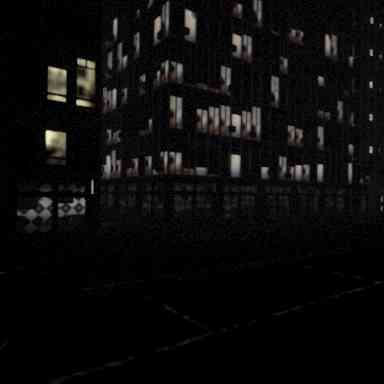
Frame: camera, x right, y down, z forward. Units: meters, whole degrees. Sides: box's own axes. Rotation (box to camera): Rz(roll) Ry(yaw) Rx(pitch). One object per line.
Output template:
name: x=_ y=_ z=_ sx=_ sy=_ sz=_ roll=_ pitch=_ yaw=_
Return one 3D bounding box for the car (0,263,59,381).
car: x=-3.824 y=1.556 z=3.827 sx=4.313 sy=1.339 sz=1.947 roll=1 pitch=0 yaw=-35
